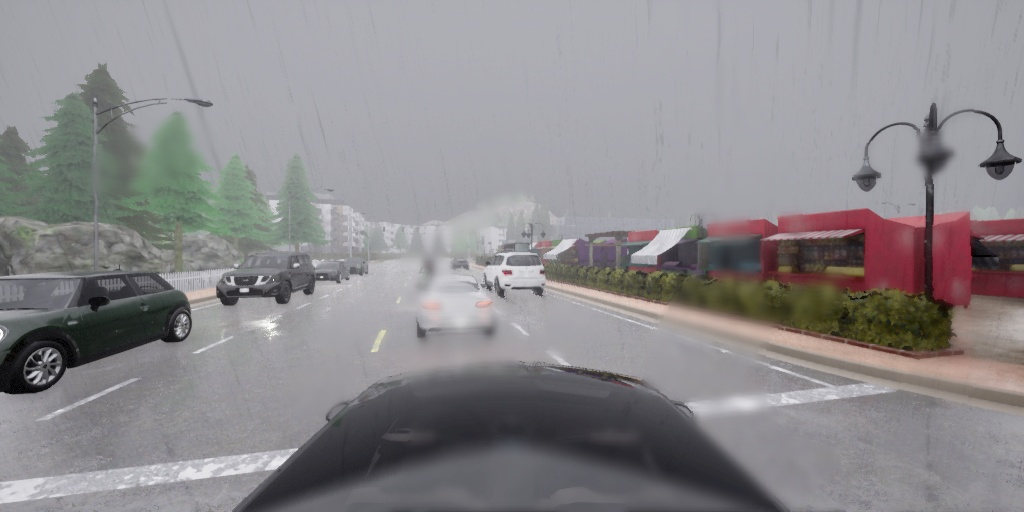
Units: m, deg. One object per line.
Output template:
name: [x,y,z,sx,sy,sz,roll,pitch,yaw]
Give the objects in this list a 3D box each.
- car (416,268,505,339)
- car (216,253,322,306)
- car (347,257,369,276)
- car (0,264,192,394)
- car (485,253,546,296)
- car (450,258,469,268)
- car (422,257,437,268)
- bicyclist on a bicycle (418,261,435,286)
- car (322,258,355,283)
car: [-1.631,1.224,9.936,1.812,1.442,4.674,0,0,-13]
car: [-10.412,0.876,15.741,2.150,2.045,5.566,0,0,-14]
car: [-14.730,0.877,33.312,2.097,1.767,4.553,0,0,-14]
car: [-8.115,1.076,6.332,2.097,1.767,4.553,0,0,-13]
car: [-0.010,0.859,18.250,2.150,2.045,5.566,0,0,-14]
car: [-6.485,0.952,44.474,1.837,1.490,4.892,0,1,-14]
car: [-11.681,0.903,50.825,1.837,1.490,4.892,0,0,-14]
bicyclist on a bicycle: [-4.626,1.079,19.737,0.582,1.620,1.656,0,1,24]
car: [-12.778,1.089,25.345,1.837,1.490,4.892,0,0,-14]
